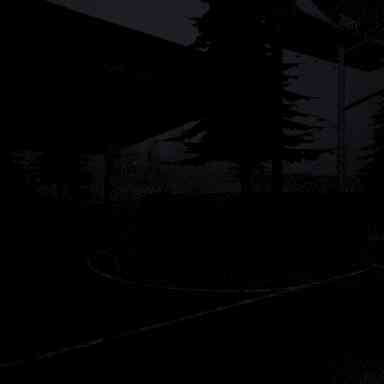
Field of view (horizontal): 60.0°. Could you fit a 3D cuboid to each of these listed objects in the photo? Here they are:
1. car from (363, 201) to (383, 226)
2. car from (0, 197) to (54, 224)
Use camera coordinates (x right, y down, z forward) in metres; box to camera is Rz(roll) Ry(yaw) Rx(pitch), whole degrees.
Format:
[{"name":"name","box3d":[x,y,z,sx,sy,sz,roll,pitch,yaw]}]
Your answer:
[{"name":"car","box3d":[11.394,1.317,21.322,2.128,1.511,4.902,0,1,-36]},{"name":"car","box3d":[-11.953,1.313,23.482,3.866,1.878,1.905,0,0,-36]}]
